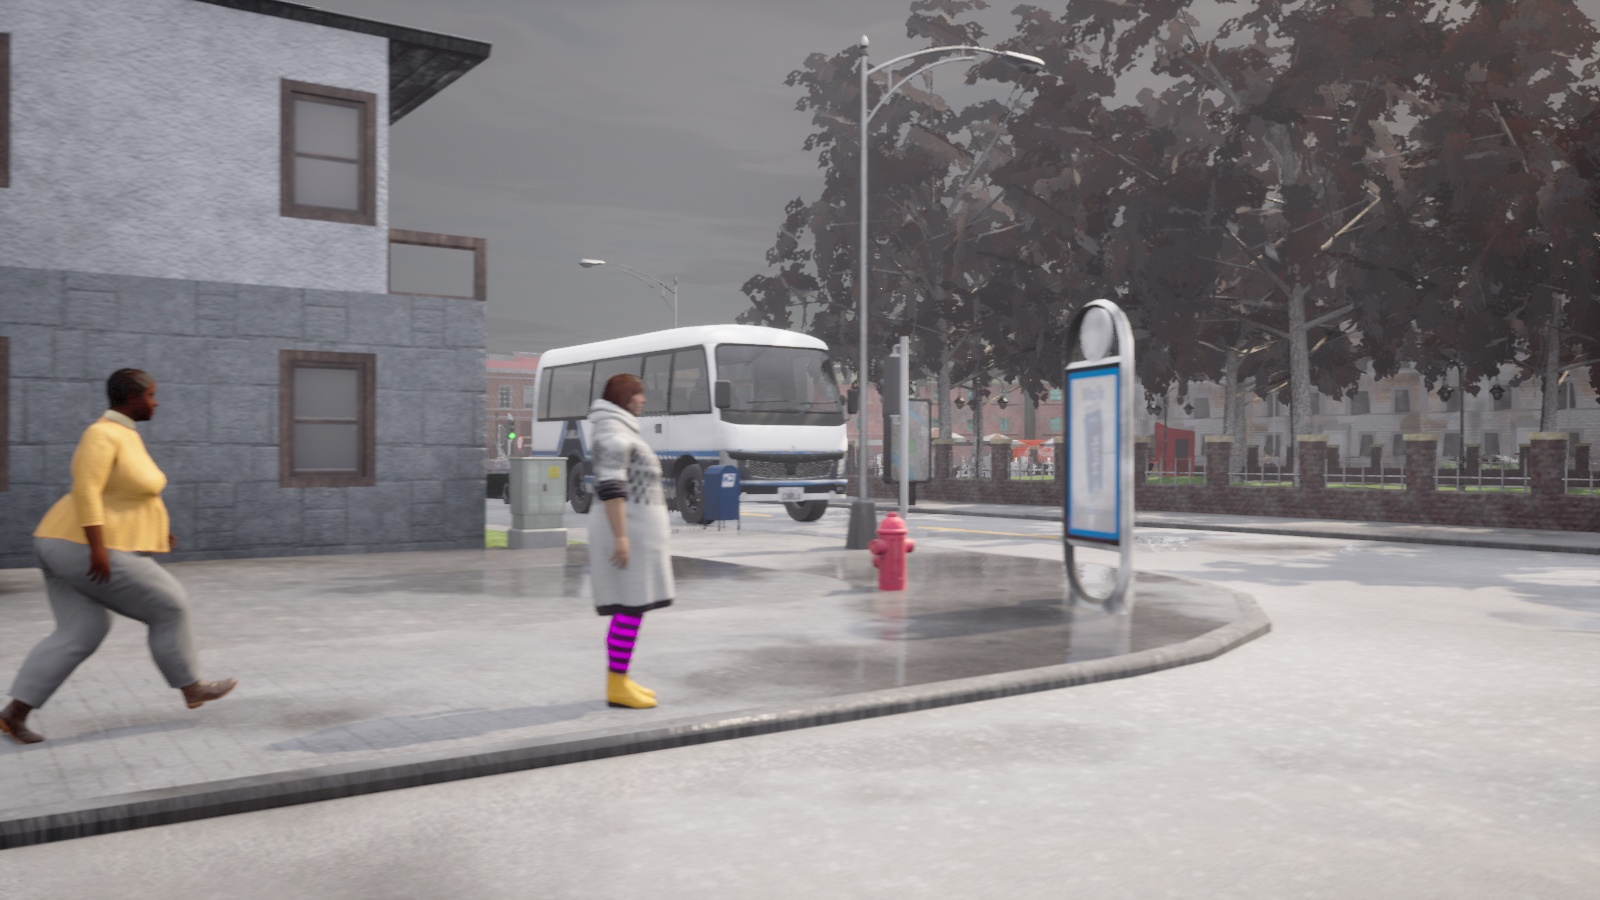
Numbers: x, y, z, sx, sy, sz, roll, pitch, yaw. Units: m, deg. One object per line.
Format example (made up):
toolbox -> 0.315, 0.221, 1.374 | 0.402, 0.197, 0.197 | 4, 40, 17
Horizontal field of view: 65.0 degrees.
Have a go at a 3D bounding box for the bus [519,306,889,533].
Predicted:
bus -> -2.681, -0.555, 28.931 | 3.944, 4.253, 10.273 | 0, 0, -34

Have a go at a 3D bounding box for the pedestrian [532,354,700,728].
pedestrian -> -1.002, 0.474, 6.935 | 0.873, 1.952, 0.659 | 0, 0, -7

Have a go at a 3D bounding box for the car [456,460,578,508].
car -> -8.452, 0.954, 37.198 | 1.895, 1.301, 4.718 | 0, 0, -35

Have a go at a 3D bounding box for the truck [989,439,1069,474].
truck -> 16.531, 0.444, 90.636 | 5.204, 2.467, 2.627 | 0, 0, 23

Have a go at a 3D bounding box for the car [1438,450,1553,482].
car -> 34.297, 0.771, 62.029 | 2.007, 1.525, 4.514 | 0, 0, -35

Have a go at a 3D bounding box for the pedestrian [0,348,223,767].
pedestrian -> -3.394, 0.477, 6.165 | 0.900, 1.855, 0.874 | 0, 0, -33
